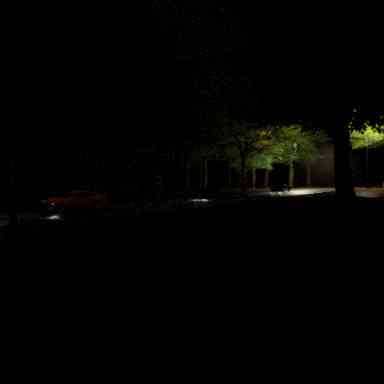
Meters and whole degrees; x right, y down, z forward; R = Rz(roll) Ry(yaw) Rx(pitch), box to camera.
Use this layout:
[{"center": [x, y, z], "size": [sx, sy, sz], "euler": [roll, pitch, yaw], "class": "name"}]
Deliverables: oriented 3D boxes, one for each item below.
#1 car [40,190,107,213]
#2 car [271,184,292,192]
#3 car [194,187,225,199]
[{"center": [-8.830, 0.662, 25.043], "size": [1.882, 1.535, 5.008], "euler": [0, 2, 40], "class": "car"}, {"center": [14.824, -0.656, 55.331], "size": [1.895, 1.301, 4.718], "euler": [0, 2, 38], "class": "car"}, {"center": [2.051, 0.059, 38.940], "size": [1.994, 1.385, 4.181], "euler": [0, 2, 38], "class": "car"}]
